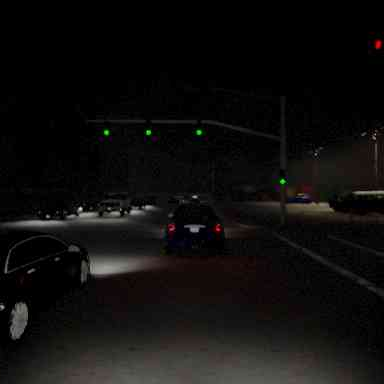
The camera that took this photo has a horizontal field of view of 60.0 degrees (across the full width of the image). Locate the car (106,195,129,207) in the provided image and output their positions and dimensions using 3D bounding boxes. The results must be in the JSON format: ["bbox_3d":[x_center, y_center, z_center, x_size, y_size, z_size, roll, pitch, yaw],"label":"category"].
[{"bbox_3d":[-10.239,1.206,46.036,1.882,1.535,5.008,0,0,1],"label":"car"}]

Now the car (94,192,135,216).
[{"bbox_3d":[-6.965,1.034,30.562,2.150,2.045,5.566,0,0,-1],"label":"car"}]

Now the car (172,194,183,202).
[{"bbox_3d":[-2.904,1.165,68.014,2.033,1.411,5.357,0,0,1],"label":"car"}]

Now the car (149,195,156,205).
[{"bbox_3d":[-6.647,1.199,50.748,2.128,1.511,4.902,0,0,1],"label":"car"}]

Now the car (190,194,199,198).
[{"bbox_3d":[0.460,1.282,57.063,1.895,1.301,4.718,0,0,1],"label":"car"}]

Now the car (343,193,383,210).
[{"bbox_3d":[22.098,1.196,42.692,3.905,1.438,1.784,0,0,1],"label":"car"}]

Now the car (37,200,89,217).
[{"bbox_3d":[-10.502,1.376,26.971,2.033,1.411,5.357,0,0,1],"label":"car"}]

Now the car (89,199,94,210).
[{"bbox_3d":[-10.383,1.379,36.560,1.895,1.301,4.718,0,0,1],"label":"car"}]

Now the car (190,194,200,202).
[{"bbox_3d":[0.585,1.156,67.131,1.812,1.442,4.674,0,0,1],"label":"car"}]

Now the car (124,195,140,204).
[{"bbox_3d":[-10.053,1.277,56.011,1.895,1.301,4.718,0,0,1],"label":"car"}]

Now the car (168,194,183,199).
[{"bbox_3d":[-2.964,1.289,55.064,1.895,1.301,4.718,0,0,1],"label":"car"}]

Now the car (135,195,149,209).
[{"bbox_3d":[-6.823,1.361,40.591,1.895,1.301,4.718,0,0,1],"label":"car"}]

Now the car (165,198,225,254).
[{"bbox_3d":[0.096,1.288,13.372,2.097,1.767,4.553,0,0,0],"label":"car"}]

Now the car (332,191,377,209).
[{"bbox_3d":[22.100,0.971,45.375,4.605,1.855,1.932,0,0,1],"label":"car"}]

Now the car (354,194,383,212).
[{"bbox_3d":[22.042,1.243,39.798,3.806,1.475,1.970,0,0,1],"label":"car"}]

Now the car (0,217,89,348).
[{"bbox_3d":[-3.409,1.475,6.204,1.837,1.490,4.892,0,0,0],"label":"car"}]
